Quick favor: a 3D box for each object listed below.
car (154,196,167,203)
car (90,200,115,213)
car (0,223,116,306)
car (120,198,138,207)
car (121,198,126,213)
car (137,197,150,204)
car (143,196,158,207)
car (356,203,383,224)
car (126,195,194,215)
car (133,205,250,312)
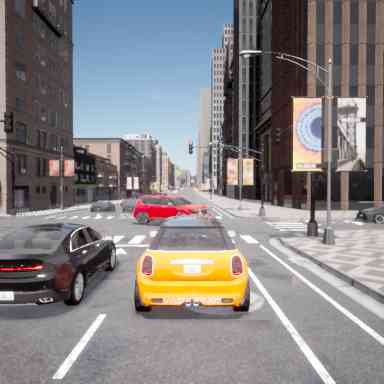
[{"bbox_3d":[-6.510,1.524,69.045,2.128,1.511,4.902,0,0,0],"label":"car"},{"bbox_3d":[-9.858,1.580,36.934,1.994,1.385,4.181,0,0,0],"label":"car"},{"bbox_3d":[-3.155,1.504,8.023,1.837,1.490,4.892,0,0,0],"label":"car"},{"bbox_3d":[-9.847,1.591,52.202,1.994,1.385,4.181,0,0,0],"label":"car"},{"bbox_3d":[-6.604,1.581,37.607,1.994,1.385,4.181,0,0,0],"label":"car"},{"bbox_3d":[-9.767,1.632,67.503,1.895,1.301,4.718,0,0,0],"label":"car"},{"bbox_3d":[-6.595,1.504,53.518,1.882,1.535,5.008,0,0,0],"label":"car"},{"bbox_3d":[13.983,1.470,23.549,4.181,1.385,1.994,0,1,0],"label":"car"},{"bbox_3d":[-1.467,1.222,22.453,5.566,2.045,2.150,0,2,33],"label":"car"},{"bbox_3d":[0.009,1.351,7.878,2.097,1.767,4.553,0,0,0],"label":"car"}]
